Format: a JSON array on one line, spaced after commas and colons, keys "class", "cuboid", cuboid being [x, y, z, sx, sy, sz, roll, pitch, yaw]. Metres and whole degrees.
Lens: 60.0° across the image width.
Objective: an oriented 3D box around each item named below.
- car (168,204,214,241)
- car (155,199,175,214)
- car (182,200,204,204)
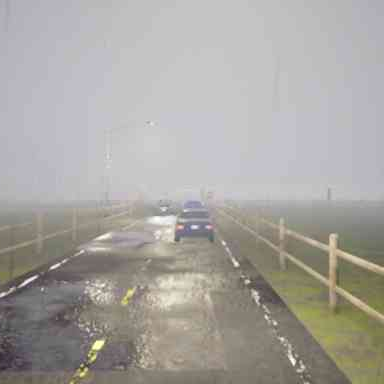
[{"class": "car", "cuboid": [0.108, 1.538, 16.512, 2.033, 1.411, 5.357, 0, 0, 0]}, {"class": "car", "cuboid": [-2.736, 1.482, 34.452, 2.128, 1.511, 4.902, 0, 0, 0]}, {"class": "car", "cuboid": [0.114, 1.464, 31.430, 1.882, 1.535, 5.008, 0, 0, 0]}]
